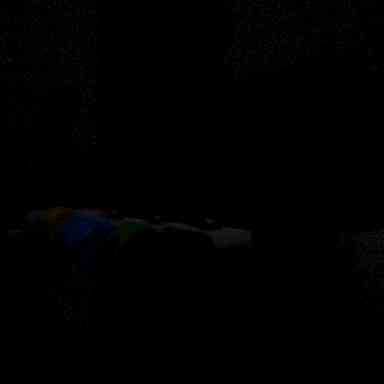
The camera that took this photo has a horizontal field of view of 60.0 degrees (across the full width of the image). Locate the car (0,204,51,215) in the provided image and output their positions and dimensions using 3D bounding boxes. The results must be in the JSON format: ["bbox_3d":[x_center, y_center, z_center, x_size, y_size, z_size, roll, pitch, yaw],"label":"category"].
[{"bbox_3d":[-8.288,1.907,19.353,2.435,2.045,5.566,-2,-4,36],"label":"car"}]

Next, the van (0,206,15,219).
[{"bbox_3d":[-30.268,3.104,51.619,1.878,1.987,4.442,-1,-3,36],"label":"van"}]

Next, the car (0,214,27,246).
[{"bbox_3d":[-6.507,2.057,16.959,1.946,1.575,5.366,-2,-4,36],"label":"car"}]

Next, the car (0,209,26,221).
[{"bbox_3d":[-25.143,3.066,44.248,2.097,1.535,5.008,-1,-3,36],"label":"car"}]

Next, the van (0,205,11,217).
[{"bbox_3d":[-33.657,3.283,56.597,1.878,1.987,4.442,-1,-3,36],"label":"van"}]
